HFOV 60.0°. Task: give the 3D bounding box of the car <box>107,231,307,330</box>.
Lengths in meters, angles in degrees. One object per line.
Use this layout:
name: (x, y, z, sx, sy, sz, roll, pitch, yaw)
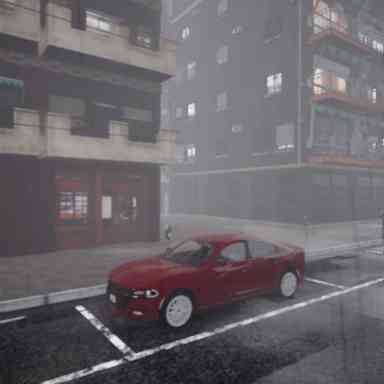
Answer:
car: (0.501, 1.553, 6.915, 4.507, 1.381, 1.887, 0, 0, -36)
